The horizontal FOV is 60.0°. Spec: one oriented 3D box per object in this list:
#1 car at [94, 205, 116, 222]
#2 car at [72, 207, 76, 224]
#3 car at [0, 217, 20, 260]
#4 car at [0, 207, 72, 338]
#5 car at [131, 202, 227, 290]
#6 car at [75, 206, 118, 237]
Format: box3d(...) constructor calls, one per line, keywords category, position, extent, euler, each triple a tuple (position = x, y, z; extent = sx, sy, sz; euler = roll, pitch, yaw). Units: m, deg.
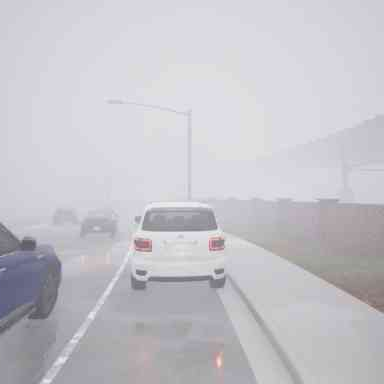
box3d(category="car", position=(-9.120, 2.165, 34.681), extent=(1.882, 1.535, 5.008), euler=(0, -2, -18))
box3d(category="car", position=(-11.416, 2.068, 30.240), extent=(2.128, 1.511, 4.902), euler=(0, -2, -16))
box3d(category="car", position=(-7.550, 1.643, 10.936), extent=(1.994, 1.385, 4.181), euler=(0, -1, -6))
box3d(category="car", position=(-3.528, 1.230, 4.179), extent=(2.150, 2.045, 5.566), euler=(0, -1, -3))
box3d(category="car", position=(-0.451, 1.278, 9.412), extent=(2.150, 2.045, 5.566), euler=(0, -1, -5))
box3d(category="car", position=(-5.351, 1.774, 19.478), extent=(1.812, 1.442, 4.674), euler=(0, -1, -10))
